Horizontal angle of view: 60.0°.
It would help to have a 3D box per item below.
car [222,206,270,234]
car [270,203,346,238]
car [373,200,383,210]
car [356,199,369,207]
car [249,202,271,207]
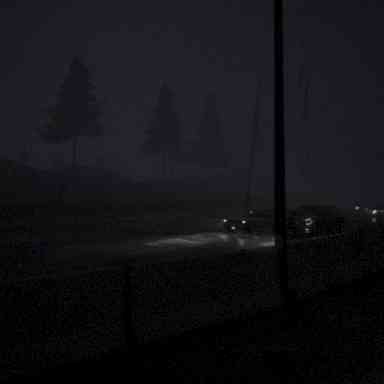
[{"bbox_3d":[4.062,1.790,20.831,4.718,1.301,1.895,0,-1,-42],"label":"car"},{"bbox_3d":[6.732,1.503,18.579,4.553,1.767,2.097,0,-1,-42],"label":"car"},{"bbox_3d":[26.873,1.843,46.891,1.812,1.442,4.674,0,-1,35],"label":"car"},{"bbox_3d":[30.972,1.970,60.303,1.812,1.442,4.674,-1,-1,28],"label":"car"},{"bbox_3d":[7.145,1.813,28.576,1.994,1.385,4.181,-1,-1,45],"label":"car"}]
